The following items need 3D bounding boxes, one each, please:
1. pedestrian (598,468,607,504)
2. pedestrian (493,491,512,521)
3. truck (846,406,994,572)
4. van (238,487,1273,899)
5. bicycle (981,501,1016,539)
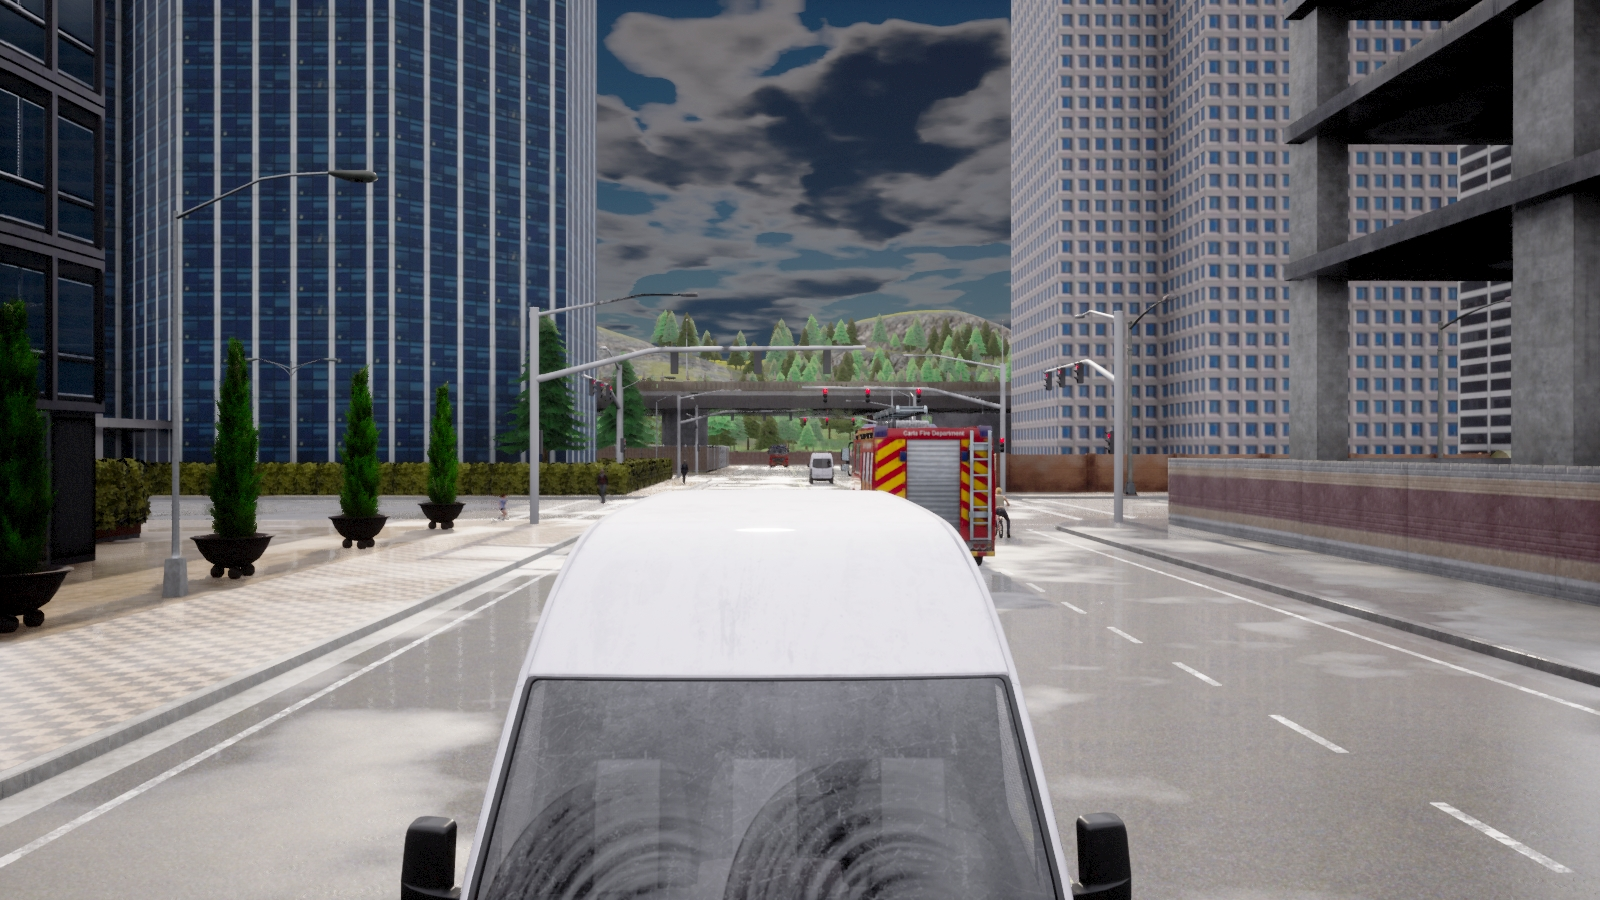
[{"bbox_3d":[-10.145,1.849,58.722,0.375,1.860,0.375,0,0,5],"label":"pedestrian"},{"bbox_3d":[-11.031,2.076,42.367,0.500,1.100,0.500,0,0,14],"label":"pedestrian"},{"bbox_3d":[2.932,0.891,30.480,2.891,3.827,8.468,0,0,-1],"label":"truck"},{"bbox_3d":[-0.128,1.535,5.152,1.988,2.561,5.915,0,0,-1],"label":"van"},{"bbox_3d":[6.346,2.233,36.588,0.859,1.126,1.487,0,0,-1],"label":"bicycle"}]
